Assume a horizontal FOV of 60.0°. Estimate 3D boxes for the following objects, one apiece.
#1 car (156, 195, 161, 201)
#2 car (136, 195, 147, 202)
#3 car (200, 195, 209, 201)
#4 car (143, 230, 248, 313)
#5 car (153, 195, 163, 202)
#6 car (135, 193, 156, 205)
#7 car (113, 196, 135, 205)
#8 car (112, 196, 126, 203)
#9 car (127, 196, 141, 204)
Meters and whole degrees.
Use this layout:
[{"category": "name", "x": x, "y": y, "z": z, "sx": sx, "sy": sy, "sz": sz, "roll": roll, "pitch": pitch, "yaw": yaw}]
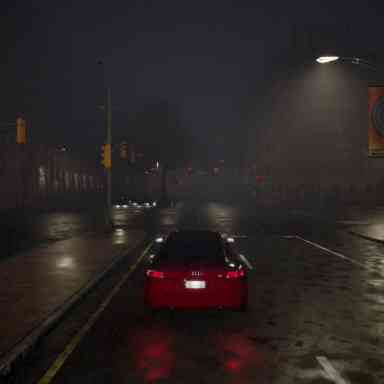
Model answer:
[{"category": "car", "x": -8.044, "y": 1.601, "z": 68.399, "sx": 1.895, "sy": 1.301, "sz": 4.718, "roll": 0, "pitch": 0, "yaw": 0}, {"category": "car", "x": -11.544, "y": 1.478, "z": 76.597, "sx": 1.882, "sy": 1.535, "sz": 5.008, "roll": 0, "pitch": 0, "yaw": 0}, {"category": "car", "x": 3.450, "y": 1.553, "z": 87.123, "sx": 1.994, "sy": 1.385, "sz": 4.181, "roll": 0, "pitch": 0, "yaw": 0}, {"category": "car", "x": 0.070, "y": 1.564, "z": 7.736, "sx": 1.994, "sy": 1.385, "sz": 4.181, "roll": 0, "pitch": 0, "yaw": 0}, {"category": "car", "x": -8.045, "y": 1.500, "z": 78.602, "sx": 1.837, "sy": 1.490, "sz": 4.892, "roll": 0, "pitch": 0, "yaw": 0}, {"category": "car", "x": -8.114, "y": 1.221, "z": 58.599, "sx": 2.150, "sy": 2.045, "sz": 5.566, "roll": 0, "pitch": 0, "yaw": 0}, {"category": "car", "x": -11.615, "y": 1.564, "z": 56.884, "sx": 1.994, "sy": 1.385, "sz": 4.181, "roll": 0, "pitch": 0, "yaw": 0}, {"category": "car", "x": -14.789, "y": 1.595, "z": 67.840, "sx": 1.895, "sy": 1.301, "sz": 4.718, "roll": 0, "pitch": 0, "yaw": 0}, {"category": "car", "x": -11.565, "y": 1.564, "z": 66.178, "sx": 1.994, "sy": 1.385, "sz": 4.181, "roll": 0, "pitch": 0, "yaw": 0}]
